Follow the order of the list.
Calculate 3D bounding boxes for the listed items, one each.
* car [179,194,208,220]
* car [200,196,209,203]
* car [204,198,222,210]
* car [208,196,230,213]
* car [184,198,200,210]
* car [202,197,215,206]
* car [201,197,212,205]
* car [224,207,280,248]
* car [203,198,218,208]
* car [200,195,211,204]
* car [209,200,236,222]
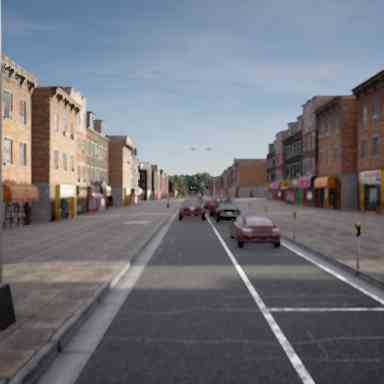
[{"bbox_3d":[0.023,1.300,27.650,2.097,1.767,4.553,0,0,0],"label":"car"},{"bbox_3d":[2.519,1.570,69.006,1.802,1.307,4.206,0,0,0],"label":"car"},{"bbox_3d":[2.566,1.492,41.673,1.887,1.381,4.507,0,0,0],"label":"car"},{"bbox_3d":[2.585,1.261,30.738,2.192,1.841,5.009,0,0,0],"label":"car"},{"bbox_3d":[0.003,1.496,43.903,2.033,1.411,5.357,0,0,0],"label":"car"},{"bbox_3d":[2.547,1.483,52.776,1.752,1.417,4.829,0,0,0],"label":"car"},{"bbox_3d":[2.538,1.548,58.074,1.802,1.307,4.206,0,0,0],"label":"car"},{"bbox_3d":[2.614,1.546,14.338,1.802,1.307,4.206,0,0,0],"label":"car"},{"bbox_3d":[2.557,1.517,47.139,1.947,1.339,4.313,0,0,0],"label":"car"},{"bbox_3d":[2.528,1.416,63.540,1.967,1.590,4.097,0,0,0],"label":"car"},{"bbox_3d":[2.595,1.516,25.271,1.947,1.339,4.313,0,0,0],"label":"car"}]
